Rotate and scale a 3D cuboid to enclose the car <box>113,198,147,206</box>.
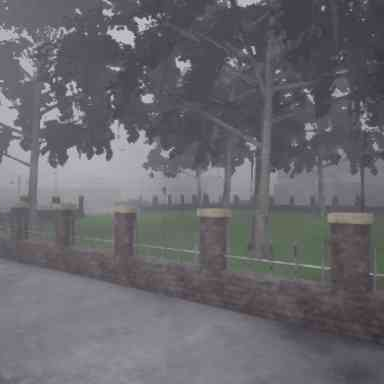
[{"bbox_3d":[-8.938,1.630,48.470,2.033,1.411,5.357,0,0,36],"label":"car"}]
